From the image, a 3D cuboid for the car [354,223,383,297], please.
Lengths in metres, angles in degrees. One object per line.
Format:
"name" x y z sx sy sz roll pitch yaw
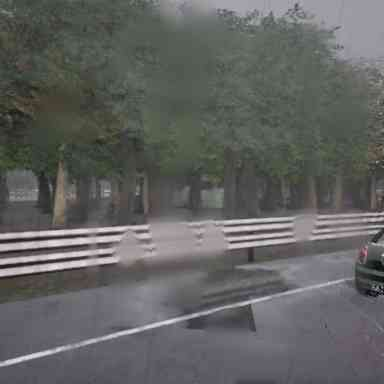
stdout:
"car" 5.648 1.349 7.196 4.553 1.767 2.097 0 0 -32
